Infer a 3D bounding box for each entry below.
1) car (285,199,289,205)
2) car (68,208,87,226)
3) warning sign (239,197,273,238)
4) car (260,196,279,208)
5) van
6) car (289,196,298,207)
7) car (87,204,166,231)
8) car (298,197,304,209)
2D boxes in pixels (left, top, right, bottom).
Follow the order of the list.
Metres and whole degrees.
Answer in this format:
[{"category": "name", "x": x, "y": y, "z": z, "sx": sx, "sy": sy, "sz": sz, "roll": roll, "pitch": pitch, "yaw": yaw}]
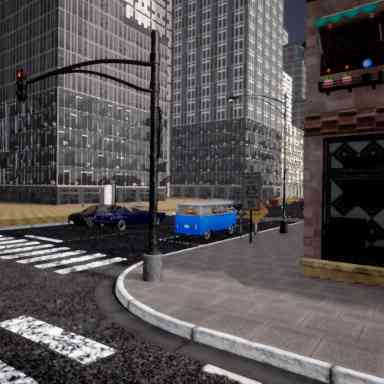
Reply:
[{"category": "car", "x": 16.380, "y": 1.364, "z": 53.299, "sx": 1.752, "sy": 1.417, "sz": 4.829, "roll": 1, "pitch": 1, "yaw": 35}, {"category": "car", "x": -5.998, "y": 1.467, "z": 21.900, "sx": 1.947, "sy": 1.339, "sz": 4.313, "roll": 1, "pitch": 1, "yaw": 35}, {"category": "warning sign", "x": 3.109, "y": 1.177, "z": 16.137, "sx": 1.300, "sy": 1.860, "sz": 1.060, "roll": 1, "pitch": 1, "yaw": 35}, {"category": "car", "x": 10.057, "y": 1.294, "z": 44.425, "sx": 1.967, "sy": 1.590, "sz": 4.097, "roll": 1, "pitch": 1, "yaw": 35}, {"category": "van", "x": 0.828, "y": 1.368, "z": 17.033, "sx": 1.690, "sy": 1.788, "sz": 3.998, "roll": 1, "pitch": 1, "yaw": 35}, {"category": "car", "x": 16.214, "y": 1.486, "z": 48.433, "sx": 1.895, "sy": 1.301, "sz": 4.718, "roll": 1, "pitch": 1, "yaw": 35}, {"category": "car", "x": -3.787, "y": 1.541, "z": 20.541, "sx": 1.895, "sy": 1.301, "sz": 4.718, "roll": 1, "pitch": 1, "yaw": 35}, {"category": "car", "x": 15.553, "y": 1.415, "z": 42.260, "sx": 1.882, "sy": 1.535, "sz": 5.008, "roll": 1, "pitch": 1, "yaw": 36}]
